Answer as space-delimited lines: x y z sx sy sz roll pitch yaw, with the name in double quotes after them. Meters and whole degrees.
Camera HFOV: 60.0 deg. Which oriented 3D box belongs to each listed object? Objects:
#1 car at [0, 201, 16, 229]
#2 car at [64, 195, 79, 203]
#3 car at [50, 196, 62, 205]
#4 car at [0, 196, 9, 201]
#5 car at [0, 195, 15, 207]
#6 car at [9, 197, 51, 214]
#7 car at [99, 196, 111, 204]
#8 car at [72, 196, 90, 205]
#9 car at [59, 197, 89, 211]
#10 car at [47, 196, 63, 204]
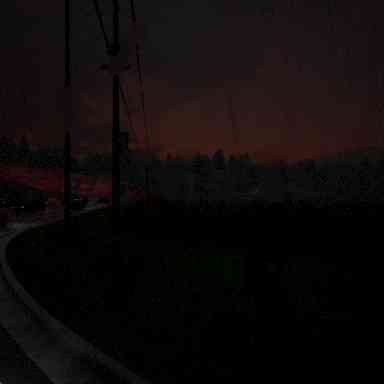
-12.060 1.516 18.651 1.882 1.535 5.008 0 0 -6 "car"
-24.913 1.450 68.860 1.837 1.490 4.892 0 0 -6 "car"
-23.795 1.456 59.029 2.097 1.767 4.553 0 0 -6 "car"
-25.771 1.617 46.305 1.812 1.442 4.674 0 0 -6 "car"
-29.998 1.458 52.507 2.097 1.767 4.553 0 0 -6 "car"
-17.601 1.616 36.418 2.033 1.411 5.357 0 0 -7 "car"
-17.549 1.631 66.965 1.812 1.442 4.674 0 0 -7 "car"
-20.468 1.595 61.634 2.128 1.511 4.902 0 0 -6 "car"
-14.731 1.563 42.161 2.128 1.511 4.902 0 0 -6 "car"
-28.466 1.601 69.211 1.882 1.535 5.008 0 0 -6 "car"
